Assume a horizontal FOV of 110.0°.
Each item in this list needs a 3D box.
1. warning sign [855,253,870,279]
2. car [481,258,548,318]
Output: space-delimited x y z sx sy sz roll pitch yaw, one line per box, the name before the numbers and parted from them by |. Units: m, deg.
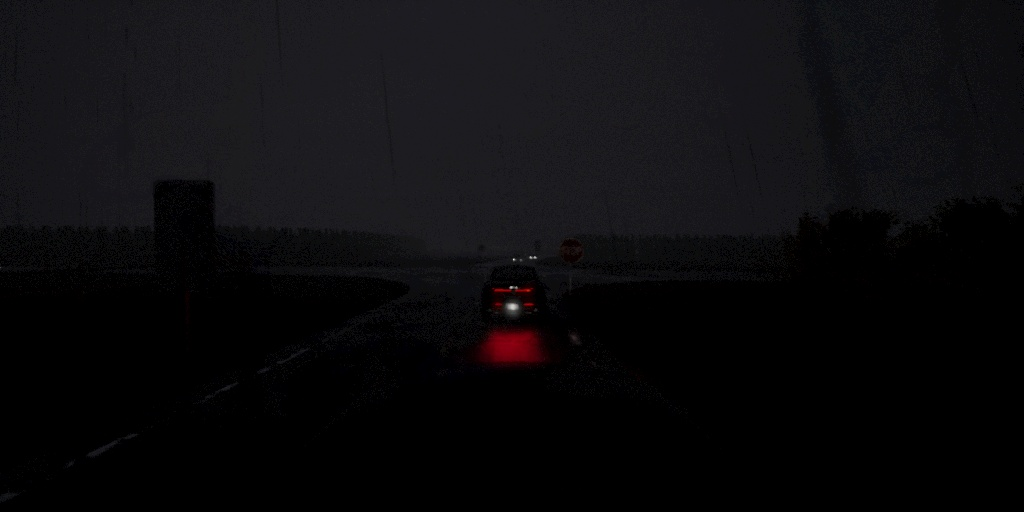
warning sign | 21.274 0.504 21.728 1.060 1.860 1.300 0 0 6
car | 0.097 1.005 11.671 1.837 1.490 4.892 0 2 2
